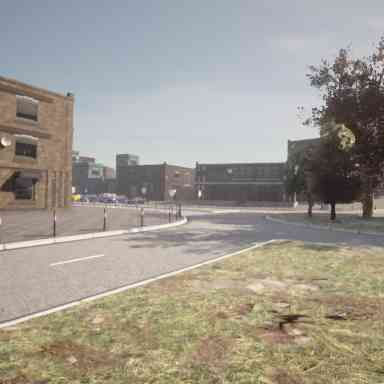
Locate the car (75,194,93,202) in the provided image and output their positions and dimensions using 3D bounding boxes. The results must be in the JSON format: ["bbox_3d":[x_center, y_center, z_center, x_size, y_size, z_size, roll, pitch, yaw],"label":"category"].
[{"bbox_3d":[-22.544,1.316,73.203,2.185,1.767,4.553,2,0,31],"label":"car"}]

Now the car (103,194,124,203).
[{"bbox_3d":[-15.391,1.495,68.910,2.185,1.767,4.553,1,-1,31],"label":"car"}]

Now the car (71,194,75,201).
[{"bbox_3d":[-25.056,1.372,74.665,2.097,1.535,5.008,2,0,31],"label":"car"}]

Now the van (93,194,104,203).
[{"bbox_3d":[-17.957,1.335,70.280,1.878,1.987,4.442,1,-1,31],"label":"van"}]

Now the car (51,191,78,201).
[{"bbox_3d":[-29.687,0.994,77.491,2.435,2.045,5.566,2,0,31],"label":"car"}]

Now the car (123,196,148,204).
[{"bbox_3d":[-10.767,1.746,66.061,2.163,1.488,4.792,1,-1,31],"label":"car"}]

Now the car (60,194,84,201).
[{"bbox_3d":[-27.326,1.311,76.040,2.231,1.521,4.892,2,0,31],"label":"car"}]
